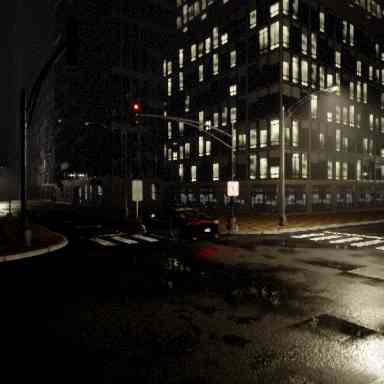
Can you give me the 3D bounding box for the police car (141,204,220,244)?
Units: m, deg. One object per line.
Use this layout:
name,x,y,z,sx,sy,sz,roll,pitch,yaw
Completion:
police car,-0.804,1.423,16.174,1.930,1.638,5.238,0,0,-35
